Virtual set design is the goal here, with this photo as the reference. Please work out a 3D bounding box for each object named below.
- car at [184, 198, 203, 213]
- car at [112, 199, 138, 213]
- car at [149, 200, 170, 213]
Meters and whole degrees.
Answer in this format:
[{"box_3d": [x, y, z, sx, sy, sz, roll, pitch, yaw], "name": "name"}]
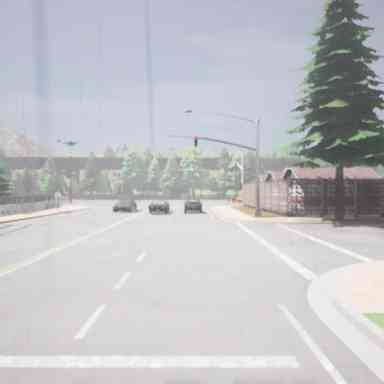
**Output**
[{"box_3d": [0.134, 1.415, 36.020, 2.128, 1.511, 4.902, 0, 0, 0], "name": "car"}, {"box_3d": [-7.038, 1.472, 35.481, 2.033, 1.411, 5.357, 0, 0, 0], "name": "car"}, {"box_3d": [-3.368, 1.526, 35.093, 1.895, 1.301, 4.718, 0, 0, 0], "name": "car"}]
